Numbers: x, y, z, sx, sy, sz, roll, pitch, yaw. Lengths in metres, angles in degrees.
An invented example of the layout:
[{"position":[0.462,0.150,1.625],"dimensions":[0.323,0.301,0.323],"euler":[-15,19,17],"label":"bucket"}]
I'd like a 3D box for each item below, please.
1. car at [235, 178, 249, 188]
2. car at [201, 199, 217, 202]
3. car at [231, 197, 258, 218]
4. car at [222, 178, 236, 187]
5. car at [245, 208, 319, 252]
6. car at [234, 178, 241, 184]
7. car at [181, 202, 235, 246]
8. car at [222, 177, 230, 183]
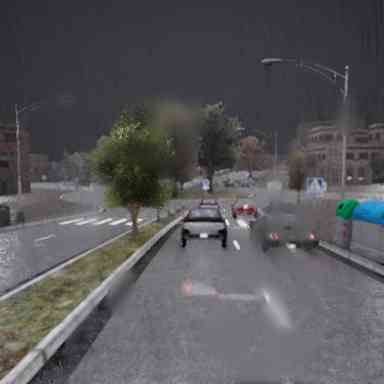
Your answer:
[{"position":[11.504,-1.775,74.278],"dimensions":[1.837,1.490,4.892],"euler":[0,5,-2],"label":"car"},{"position":[1.529,1.334,29.501],"dimensions":[2.128,1.511,4.902],"euler":[0,1,4],"label":"car"},{"position":[4.509,1.217,29.058],"dimensions":[2.097,1.767,4.553],"euler":[0,1,4],"label":"car"},{"position":[8.478,-2.088,76.186],"dimensions":[2.097,1.767,4.553],"euler":[0,5,1],"label":"car"},{"position":[3.488,1.547,13.532],"dimensions":[1.895,1.301,4.718],"euler":[0,0,3],"label":"car"},{"position":[12.049,-2.990,88.235],"dimensions":[1.895,1.301,4.718],"euler":[1,5,7],"label":"car"},{"position":[0.554,1.420,14.855],"dimensions":[2.128,1.511,4.902],"euler":[0,0,3],"label":"car"},{"position":[9.334,-3.226,90.492],"dimensions":[1.994,1.385,4.181],"euler":[1,6,10],"label":"car"}]
